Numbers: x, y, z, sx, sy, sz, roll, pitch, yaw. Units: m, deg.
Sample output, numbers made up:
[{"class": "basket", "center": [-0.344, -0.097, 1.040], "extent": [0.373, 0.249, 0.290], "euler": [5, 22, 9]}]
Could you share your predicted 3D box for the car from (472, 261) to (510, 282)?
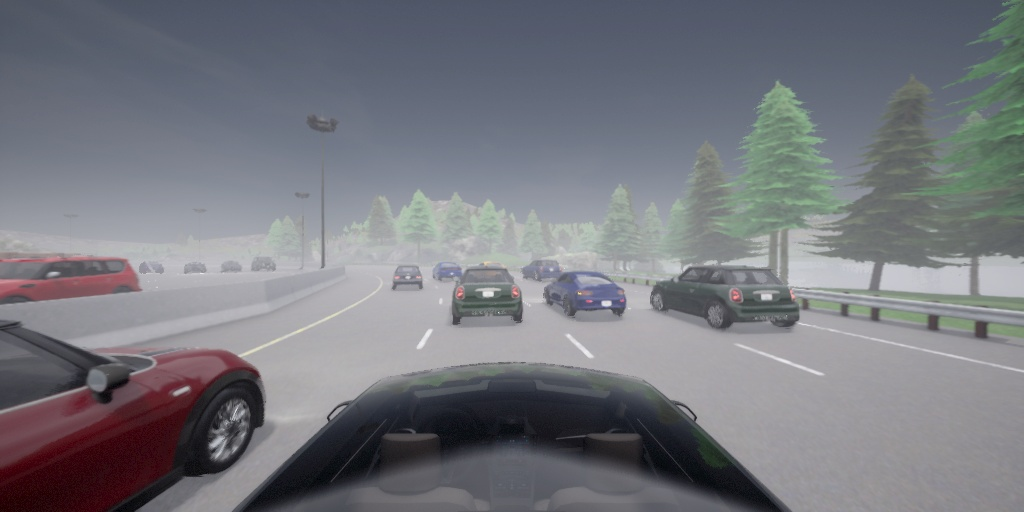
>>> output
[{"class": "car", "center": [-1.882, 1.209, 30.419], "extent": [1.882, 1.535, 5.008], "euler": [0, 0, -20]}]

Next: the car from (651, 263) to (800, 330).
[{"class": "car", "center": [6.246, 1.061, 11.206], "extent": [2.097, 1.767, 4.553], "euler": [0, 0, -6]}]

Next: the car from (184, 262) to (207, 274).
[{"class": "car", "center": [-40.037, 1.472, 45.300], "extent": [1.994, 1.385, 4.181], "euler": [0, 0, -45]}]

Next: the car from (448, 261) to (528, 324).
[{"class": "car", "center": [-0.955, 1.096, 12.266], "extent": [2.097, 1.767, 4.553], "euler": [0, 0, -8]}]

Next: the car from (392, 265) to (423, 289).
[{"class": "car", "center": [-6.840, 1.310, 23.469], "extent": [2.033, 1.411, 5.357], "euler": [0, 0, -17]}]

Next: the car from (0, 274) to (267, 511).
[{"class": "car", "center": [-3.662, 1.120, 1.956], "extent": [2.097, 1.767, 4.553], "euler": [0, 0, 0]}]

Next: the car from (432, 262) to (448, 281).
[{"class": "car", "center": [-5.519, 1.227, 30.210], "extent": [1.882, 1.535, 5.008], "euler": [0, 0, -20]}]

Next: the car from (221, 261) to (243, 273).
[{"class": "car", "center": [-36.572, 1.394, 46.764], "extent": [1.837, 1.490, 4.892], "euler": [0, 0, -44]}]

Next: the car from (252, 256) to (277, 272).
[{"class": "car", "center": [-34.177, 1.089, 49.373], "extent": [2.150, 2.045, 5.566], "euler": [0, 0, -44]}]

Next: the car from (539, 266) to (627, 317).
[{"class": "car", "center": [2.496, 1.252, 12.970], "extent": [1.812, 1.442, 4.674], "euler": [0, 0, -8]}]

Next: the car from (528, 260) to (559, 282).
[{"class": "car", "center": [2.342, 1.063, 28.876], "extent": [2.097, 1.767, 4.553], "euler": [0, 0, -17]}]

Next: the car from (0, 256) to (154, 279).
[{"class": "car", "center": [-15.028, 1.037, 11.425], "extent": [2.150, 2.045, 5.566], "euler": [0, 0, -10]}]
